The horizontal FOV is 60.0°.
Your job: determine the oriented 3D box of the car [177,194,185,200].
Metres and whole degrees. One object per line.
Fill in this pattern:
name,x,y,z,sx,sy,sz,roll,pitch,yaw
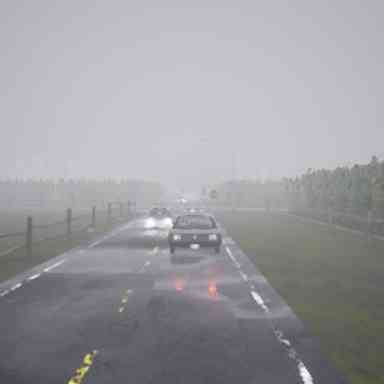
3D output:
car,-2.741,1.252,83.387,1.895,1.301,4.718,0,0,0

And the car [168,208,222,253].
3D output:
car,0.102,1.556,13.494,1.895,1.301,4.718,0,0,0

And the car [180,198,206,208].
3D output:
car,0.132,1.450,27.672,2.033,1.411,5.357,0,0,1

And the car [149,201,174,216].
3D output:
car,-2.754,1.494,30.577,1.895,1.301,4.718,0,0,0
